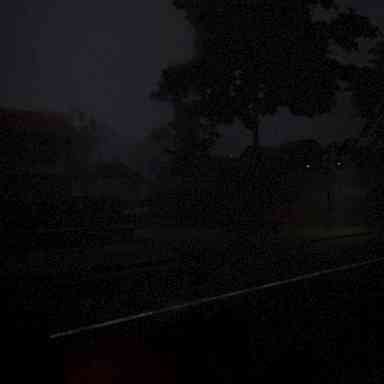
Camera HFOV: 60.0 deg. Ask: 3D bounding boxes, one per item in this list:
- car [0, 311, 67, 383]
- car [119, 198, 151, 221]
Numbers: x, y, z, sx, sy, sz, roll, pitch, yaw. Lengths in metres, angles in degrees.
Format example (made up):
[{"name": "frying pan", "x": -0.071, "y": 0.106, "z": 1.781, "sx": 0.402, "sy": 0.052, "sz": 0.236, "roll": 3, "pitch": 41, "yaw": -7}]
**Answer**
[{"name": "car", "x": -3.144, "y": 1.514, "z": 1.746, "sx": 4.674, "sy": 1.442, "sz": 1.812, "roll": 0, "pitch": 0, "yaw": -36}, {"name": "car", "x": -4.242, "y": 1.112, "z": 21.540, "sx": 1.970, "sy": 1.475, "sz": 3.806, "roll": 0, "pitch": 0, "yaw": -34}]
